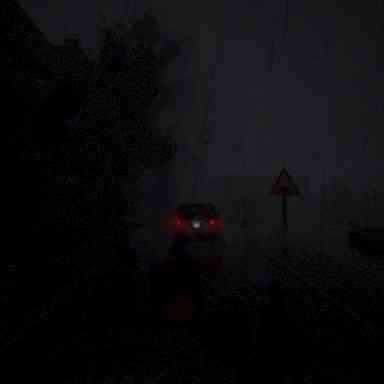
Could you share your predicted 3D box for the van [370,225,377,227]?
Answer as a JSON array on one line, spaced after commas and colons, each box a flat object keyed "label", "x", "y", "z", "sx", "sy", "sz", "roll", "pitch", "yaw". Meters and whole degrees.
[{"label": "van", "x": 34.599, "y": 7.437, "z": 65.740, "sx": 1.878, "sy": 1.987, "sz": 4.442, "roll": 8, "pitch": -6, "yaw": -29}]

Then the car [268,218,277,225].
[{"label": "car", "x": 13.660, "y": 5.544, "z": 62.503, "sx": 1.946, "sy": 1.575, "sz": 5.366, "roll": 8, "pitch": -6, "yaw": -30}]

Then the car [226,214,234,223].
[{"label": "car", "x": 4.857, "y": 4.537, "z": 60.775, "sx": 2.185, "sy": 1.767, "sz": 4.553, "roll": 5, "pitch": -6, "yaw": -31}]

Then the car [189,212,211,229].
[{"label": "car", "x": 0.883, "y": 2.720, "z": 32.387, "sx": 1.882, "sy": 1.535, "sz": 5.008, "roll": 0, "pitch": -4, "yaw": 4}]

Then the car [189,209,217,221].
[{"label": "car", "x": 1.977, "y": 4.227, "z": 60.194, "sx": 2.435, "sy": 2.045, "sz": 5.566, "roll": 2, "pitch": -5, "yaw": -30}]

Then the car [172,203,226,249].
[{"label": "car", "x": 0.227, "y": 1.557, "z": 16.288, "sx": 2.150, "sy": 2.045, "sz": 5.566, "roll": 0, "pitch": -2, "yaw": 1}]

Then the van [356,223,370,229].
[{"label": "van", "x": 31.626, "y": 7.134, "z": 65.251, "sx": 1.878, "sy": 1.987, "sz": 4.442, "roll": 8, "pitch": -6, "yaw": -29}]

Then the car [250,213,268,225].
[{"label": "car", "x": 10.827, "y": 4.986, "z": 61.820, "sx": 2.435, "sy": 2.045, "sz": 5.566, "roll": 8, "pitch": -6, "yaw": -30}]

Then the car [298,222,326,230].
[{"label": "car", "x": 22.631, "y": 6.491, "z": 63.854, "sx": 2.002, "sy": 1.452, "sz": 4.674, "roll": 8, "pitch": -6, "yaw": -29}]

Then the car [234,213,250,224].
[{"label": "car", "x": 7.830, "y": 4.802, "z": 61.267, "sx": 2.185, "sy": 1.767, "sz": 4.553, "roll": 7, "pitch": -6, "yaw": -30}]

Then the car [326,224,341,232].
[{"label": "car", "x": 25.602, "y": 6.796, "z": 64.359, "sx": 2.002, "sy": 1.452, "sz": 4.674, "roll": 8, "pitch": -6, "yaw": -29}]

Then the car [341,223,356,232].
[{"label": "car", "x": 28.483, "y": 7.062, "z": 65.007, "sx": 1.946, "sy": 1.575, "sz": 5.366, "roll": 8, "pitch": -6, "yaw": -29}]
